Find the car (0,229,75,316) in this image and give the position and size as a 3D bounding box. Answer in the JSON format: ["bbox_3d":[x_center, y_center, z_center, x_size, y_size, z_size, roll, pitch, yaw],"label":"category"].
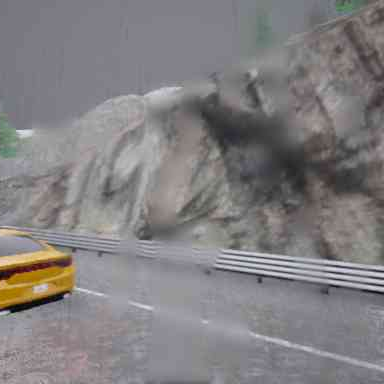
[{"bbox_3d":[-4.665,1.559,7.310,5.008,1.535,1.882,0,0,36],"label":"car"}]
